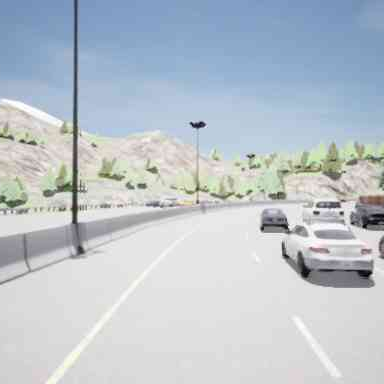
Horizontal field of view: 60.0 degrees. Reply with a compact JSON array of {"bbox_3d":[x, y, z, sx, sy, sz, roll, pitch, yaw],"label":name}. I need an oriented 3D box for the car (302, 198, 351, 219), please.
[{"bbox_3d":[9.351,1.535,23.972,2.150,2.045,5.566,0,0,11],"label":"car"}]

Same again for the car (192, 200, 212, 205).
[{"bbox_3d":[2.253,2.307,61.595,1.812,1.442,4.674,0,-1,23],"label":"car"}]

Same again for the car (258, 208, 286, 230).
[{"bbox_3d":[5.683,1.850,23.440,2.033,1.411,5.357,0,-1,11],"label":"car"}]

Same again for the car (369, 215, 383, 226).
[{"bbox_3d":[7.541,1.638,10.198,1.837,1.490,4.892,0,-2,6],"label":"car"}]

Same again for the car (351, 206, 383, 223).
[{"bbox_3d":[13.030,1.827,24.502,1.837,1.490,4.892,0,0,11],"label":"car"}]

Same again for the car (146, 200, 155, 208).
[{"bbox_3d":[-7.397,2.351,65.771,1.812,1.442,4.674,0,-1,23],"label":"car"}]

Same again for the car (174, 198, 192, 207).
[{"bbox_3d":[-0.927,2.275,63.065,1.882,1.535,5.008,0,-1,23],"label":"car"}]

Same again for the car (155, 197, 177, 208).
[{"bbox_3d":[-4.299,2.029,64.124,2.150,2.045,5.566,0,-1,23],"label":"car"}]

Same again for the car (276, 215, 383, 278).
[{"bbox_3d":[4.059,1.664,10.547,1.812,1.442,4.674,0,-1,6],"label":"car"}]
